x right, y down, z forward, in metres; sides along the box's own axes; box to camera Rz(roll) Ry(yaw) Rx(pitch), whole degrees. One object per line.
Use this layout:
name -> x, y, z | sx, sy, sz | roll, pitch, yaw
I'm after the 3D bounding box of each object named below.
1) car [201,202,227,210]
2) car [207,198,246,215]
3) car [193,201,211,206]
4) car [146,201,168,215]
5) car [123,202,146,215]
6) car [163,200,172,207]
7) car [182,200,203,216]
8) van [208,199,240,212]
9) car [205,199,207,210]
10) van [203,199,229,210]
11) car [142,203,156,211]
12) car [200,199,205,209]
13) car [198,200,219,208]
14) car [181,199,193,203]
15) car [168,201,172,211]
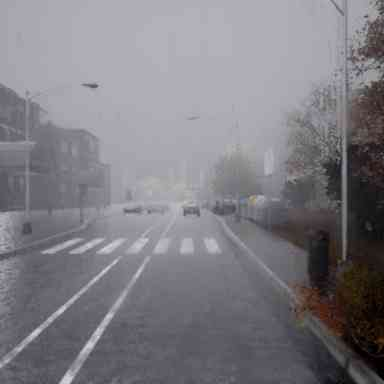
car -> 4.321, 2.725, 65.713 | 4.792, 1.488, 2.163 | 1, -2, -22
car -> 5.160, 1.720, 39.102 | 5.566, 2.045, 2.435 | 1, -2, -22
car -> 2.928, 3.391, 95.365 | 4.674, 1.452, 2.002 | 1, -2, -24
car -> -4.487, 2.136, 41.836 | 1.994, 1.385, 4.181 | 0, -1, -2
car -> -7.269, 2.035, 41.167 | 1.882, 1.535, 5.008 | 0, -2, -2
car -> -5.442, 2.563, 74.204 | 1.812, 1.442, 4.674 | 0, -1, -2
car -> -0.068, 2.004, 38.646 | 1.812, 1.442, 4.674 | 0, -2, -2
van -> 4.869, 2.082, 50.962 | 4.442, 1.987, 1.878 | 1, -2, -22
car -> 5.020, 1.802, 42.026 | 5.566, 2.045, 2.435 | 1, -1, -22
van -> 4.494, 2.397, 62.795 | 4.442, 1.987, 1.878 | 1, -2, -22
car -> -7.823, 2.639, 60.606 | 2.033, 1.411, 5.357 | 0, -1, -1
car -> 4.700, 2.136, 53.884 | 5.566, 2.045, 2.435 | 1, -2, -22
car -> 3.856, 2.851, 77.561 | 4.553, 1.767, 2.185 | 1, -2, -23
car -> -1.282, 2.889, 73.895 | 1.882, 1.535, 5.008 | 0, -1, -2
car -> -4.979, 2.640, 58.709 | 1.895, 1.301, 4.718 | 0, -1, -1
